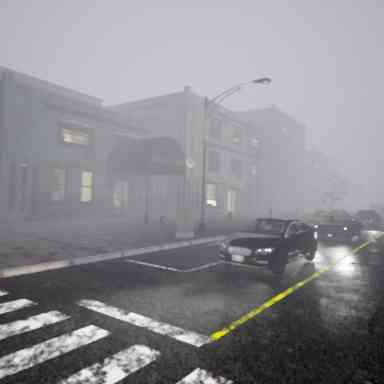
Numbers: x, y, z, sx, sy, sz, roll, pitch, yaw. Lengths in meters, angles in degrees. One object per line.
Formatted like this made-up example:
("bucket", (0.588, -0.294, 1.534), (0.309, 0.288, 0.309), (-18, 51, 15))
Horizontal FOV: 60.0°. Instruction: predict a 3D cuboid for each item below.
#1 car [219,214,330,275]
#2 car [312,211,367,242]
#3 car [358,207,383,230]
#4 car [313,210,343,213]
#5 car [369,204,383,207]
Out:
("car", (2.734, 1.631, 11.152), (2.128, 1.511, 4.902), (1, -1, 37))
("car", (8.522, 2.012, 19.212), (1.895, 1.301, 4.718), (1, -1, 36))
("car", (14.427, 2.215, 27.389), (1.812, 1.442, 4.674), (1, -1, 36))
("car", (9.918, 2.060, 25.569), (1.752, 1.417, 4.829), (2, -1, 36))
("car", (29.414, 2.769, 52.642), (2.192, 1.841, 5.009), (2, -1, 36))
